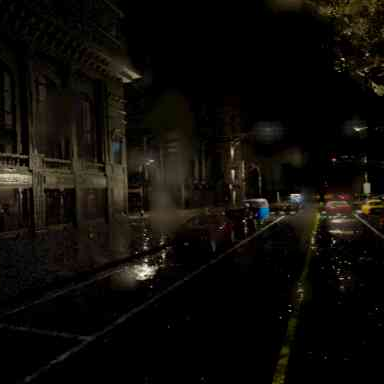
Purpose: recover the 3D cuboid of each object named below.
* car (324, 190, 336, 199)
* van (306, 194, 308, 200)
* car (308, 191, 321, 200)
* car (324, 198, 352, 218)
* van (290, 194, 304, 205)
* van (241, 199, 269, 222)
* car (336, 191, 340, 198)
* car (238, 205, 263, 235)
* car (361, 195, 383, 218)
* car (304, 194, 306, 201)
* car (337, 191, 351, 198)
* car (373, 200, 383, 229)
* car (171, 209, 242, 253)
[{"bbox_3d":[31.772,0.991,77.303,1.882,1.535,5.008,-3,-1,22],"label":"car"},{"bbox_3d":[24.752,1.231,75.276,1.690,1.788,3.998,-3,-1,22],"label":"van"},{"bbox_3d":[30.615,1.214,82.491,1.882,1.535,5.008,-3,-1,22],"label":"car"},{"bbox_3d":[12.057,1.425,27.559,1.895,1.301,4.718,-3,-1,22],"label":"car"},{"bbox_3d":[18.623,1.288,59.876,1.690,1.788,3.998,-3,-1,22],"label":"van"},{"bbox_3d":[4.597,1.438,24.576,1.690,1.788,3.998,-3,-1,22],"label":"van"},{"bbox_3d":[30.651,1.087,66.964,1.887,1.381,4.507,-3,-1,22],"label":"car"},{"bbox_3d":[2.607,1.686,19.544,1.947,1.339,4.313,-3,-1,22],"label":"car"},{"bbox_3d":[14.583,1.234,26.596,1.752,1.417,4.829,-3,-1,22],"label":"car"},{"bbox_3d":[20.675,1.472,65.007,1.887,1.381,4.507,-3,-1,22],"label":"car"},{"bbox_3d":[28.610,1.106,61.830,1.887,1.381,4.507,-3,-1,22],"label":"car"},{"bbox_3d":[10.605,1.299,16.609,1.887,1.381,4.507,-3,-1,22],"label":"car"},{"bbox_3d":[0.605,1.688,14.514,1.887,1.381,4.507,-3,-1,22],"label":"car"}]
